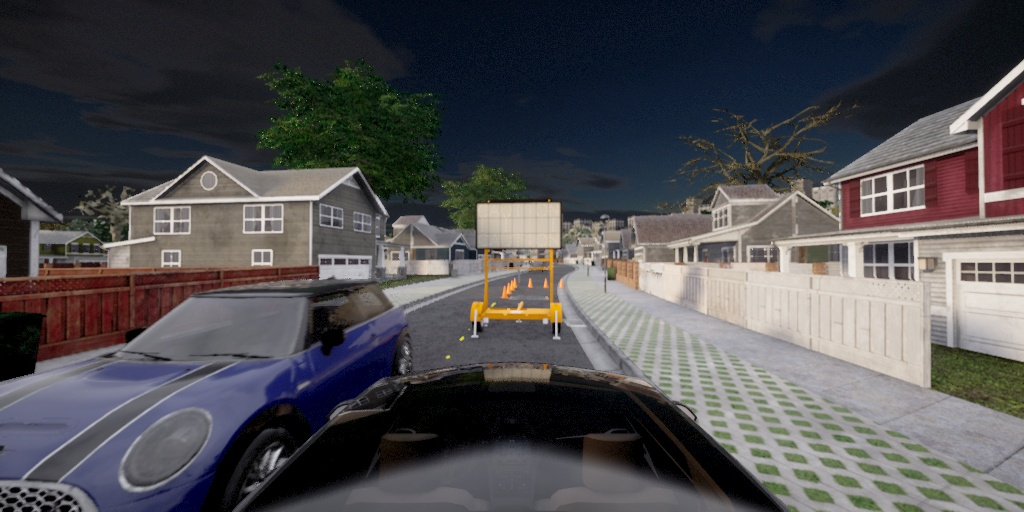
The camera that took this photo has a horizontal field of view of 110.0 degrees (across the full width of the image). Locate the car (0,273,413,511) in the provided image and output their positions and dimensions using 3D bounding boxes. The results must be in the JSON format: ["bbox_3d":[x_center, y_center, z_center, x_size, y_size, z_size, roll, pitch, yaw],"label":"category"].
[{"bbox_3d":[-2.716,1.103,3.967,2.097,1.767,4.553,0,0,2],"label":"car"}]

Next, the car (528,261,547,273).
[{"bbox_3d":[3.355,1.331,46.118,1.837,1.490,4.892,0,0,13],"label":"car"}]

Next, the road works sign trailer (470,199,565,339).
[{"bbox_3d":[0.200,0.218,10.121,2.380,3.560,2.880,0,0,5],"label":"road works sign trailer"}]
